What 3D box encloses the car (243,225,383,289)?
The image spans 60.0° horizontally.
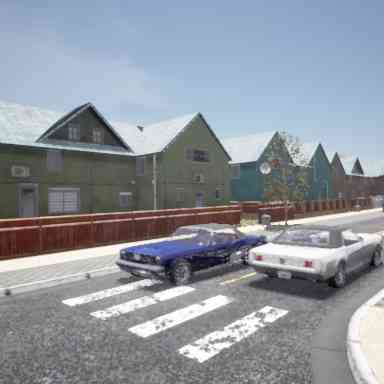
[{"bbox_3d":[3.618,1.561,9.083,1.895,1.301,4.718,-2,-1,44],"label":"car"}]

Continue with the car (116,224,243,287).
[{"bbox_3d":[0.180,1.661,9.772,1.895,1.301,4.718,-2,-1,44],"label":"car"}]
